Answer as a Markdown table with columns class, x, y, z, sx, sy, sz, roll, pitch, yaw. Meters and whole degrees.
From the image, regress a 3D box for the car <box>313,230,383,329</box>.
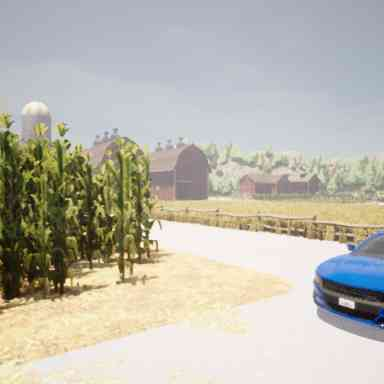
| class | x | y | z | sx | sy | sz | roll | pitch | yaw |
| --- | --- | --- | --- | --- | --- | --- | --- | --- | --- |
| car | 4.484 | 1.504 | 6.716 | 5.008 | 1.535 | 1.882 | 0 | 0 | -35 |
